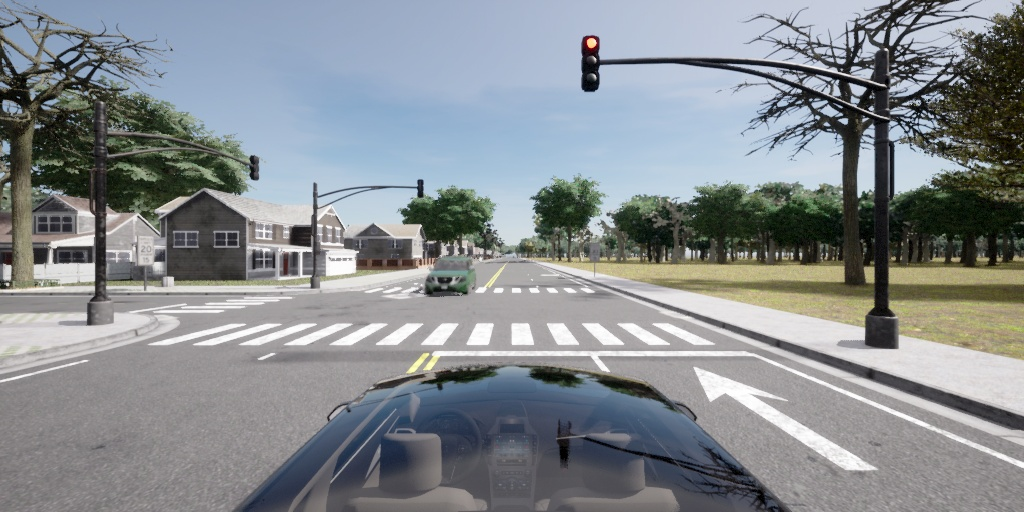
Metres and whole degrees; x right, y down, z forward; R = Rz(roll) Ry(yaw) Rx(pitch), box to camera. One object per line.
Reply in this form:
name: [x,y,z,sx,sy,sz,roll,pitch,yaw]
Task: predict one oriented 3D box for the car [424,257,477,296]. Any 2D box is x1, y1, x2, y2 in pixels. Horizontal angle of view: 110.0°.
car: [-3.221,1.089,19.849,2.150,2.045,5.566,0,1,0]
